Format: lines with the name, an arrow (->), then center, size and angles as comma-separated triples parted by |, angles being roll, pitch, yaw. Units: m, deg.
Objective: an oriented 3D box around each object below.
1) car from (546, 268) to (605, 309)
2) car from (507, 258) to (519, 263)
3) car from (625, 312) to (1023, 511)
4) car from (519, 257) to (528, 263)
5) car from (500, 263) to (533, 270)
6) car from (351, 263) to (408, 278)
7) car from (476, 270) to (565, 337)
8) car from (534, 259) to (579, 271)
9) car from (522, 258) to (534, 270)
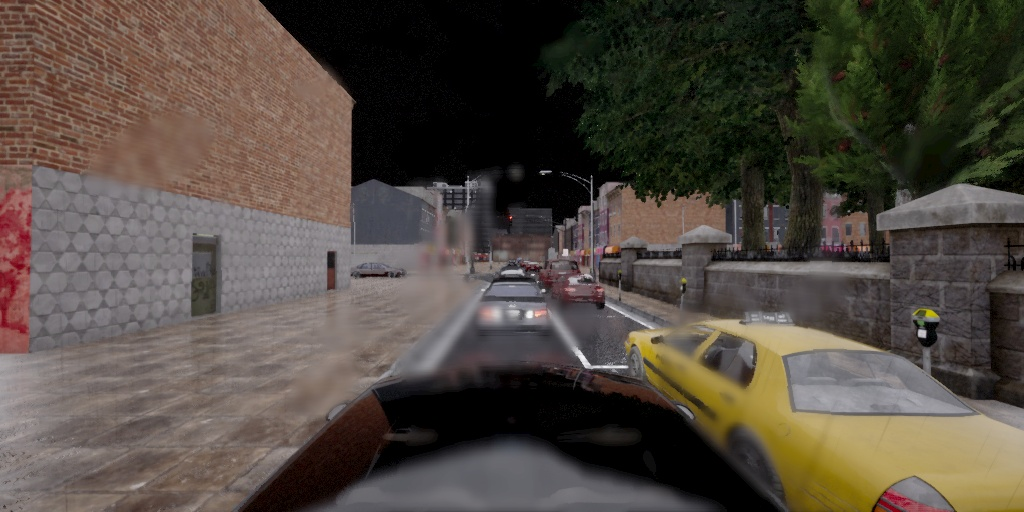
car -> 2.632, 1.338, 14.716 | 1.802, 1.307, 4.207 | 0, 0, 0
car -> 0.062, 1.369, 64.696 | 1.837, 1.490, 4.892 | 0, 0, 0
car -> 2.639, 1.276, 3.988 | 1.751, 1.417, 4.829 | 0, 0, 0
car -> 2.599, 1.403, 62.905 | 1.888, 1.381, 4.507 | 0, 0, 0
car -> 0.014, 1.287, 19.946 | 1.812, 1.442, 4.674 | 0, 0, 1
car -> -12.066, 1.291, 31.700 | 5.357, 1.411, 2.033 | 0, -1, -4
car -> 0.062, 1.300, 10.234 | 2.033, 1.411, 5.357 | 0, 0, 0
car -> 2.628, 1.077, 20.165 | 2.192, 1.841, 5.009 | 0, 0, 0
car -> 2.610, 1.356, 46.594 | 1.888, 1.381, 4.507 | 0, 0, 0
